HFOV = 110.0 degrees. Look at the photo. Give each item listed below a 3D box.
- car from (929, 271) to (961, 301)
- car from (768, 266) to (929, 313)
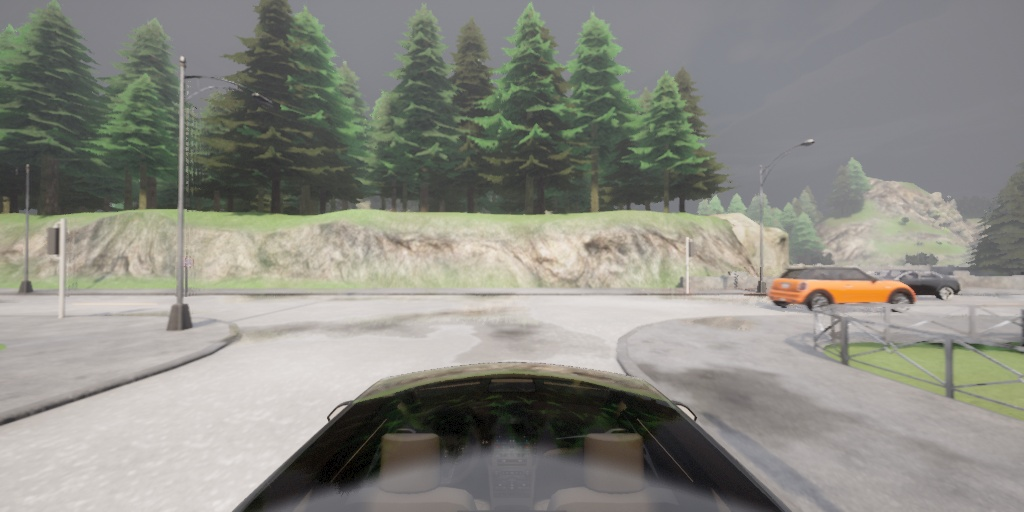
[{"bbox_3d":[19.784,1.444,18.375,4.902,1.511,2.128,0,-1,0],"label":"car"},{"bbox_3d":[12.993,1.201,14.277,4.553,1.767,2.097,0,-1,0],"label":"car"}]
